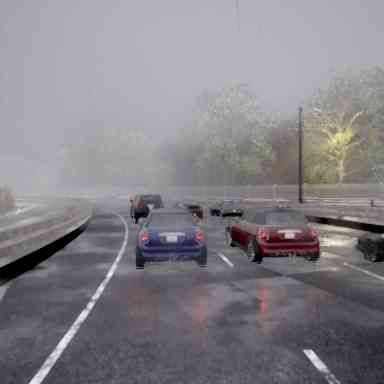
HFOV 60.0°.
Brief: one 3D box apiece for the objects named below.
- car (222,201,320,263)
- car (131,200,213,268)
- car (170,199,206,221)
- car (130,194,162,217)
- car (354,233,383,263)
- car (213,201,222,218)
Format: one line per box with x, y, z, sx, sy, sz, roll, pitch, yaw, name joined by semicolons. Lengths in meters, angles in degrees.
2.670;1.305;11.968;2.097;1.767;4.553;0;0;-6;car
-0.785;1.322;11.447;2.097;1.767;4.553;0;0;-6;car
-0.475;1.427;27.830;1.837;1.490;4.892;0;1;-15;car
-3.548;1.162;25.914;2.150;2.045;5.566;0;0;-15;car
6.560;1.497;8.730;2.033;1.411;5.357;0;0;-5;car
2.882;1.469;28.760;1.994;1.385;4.181;0;0;-15;car
